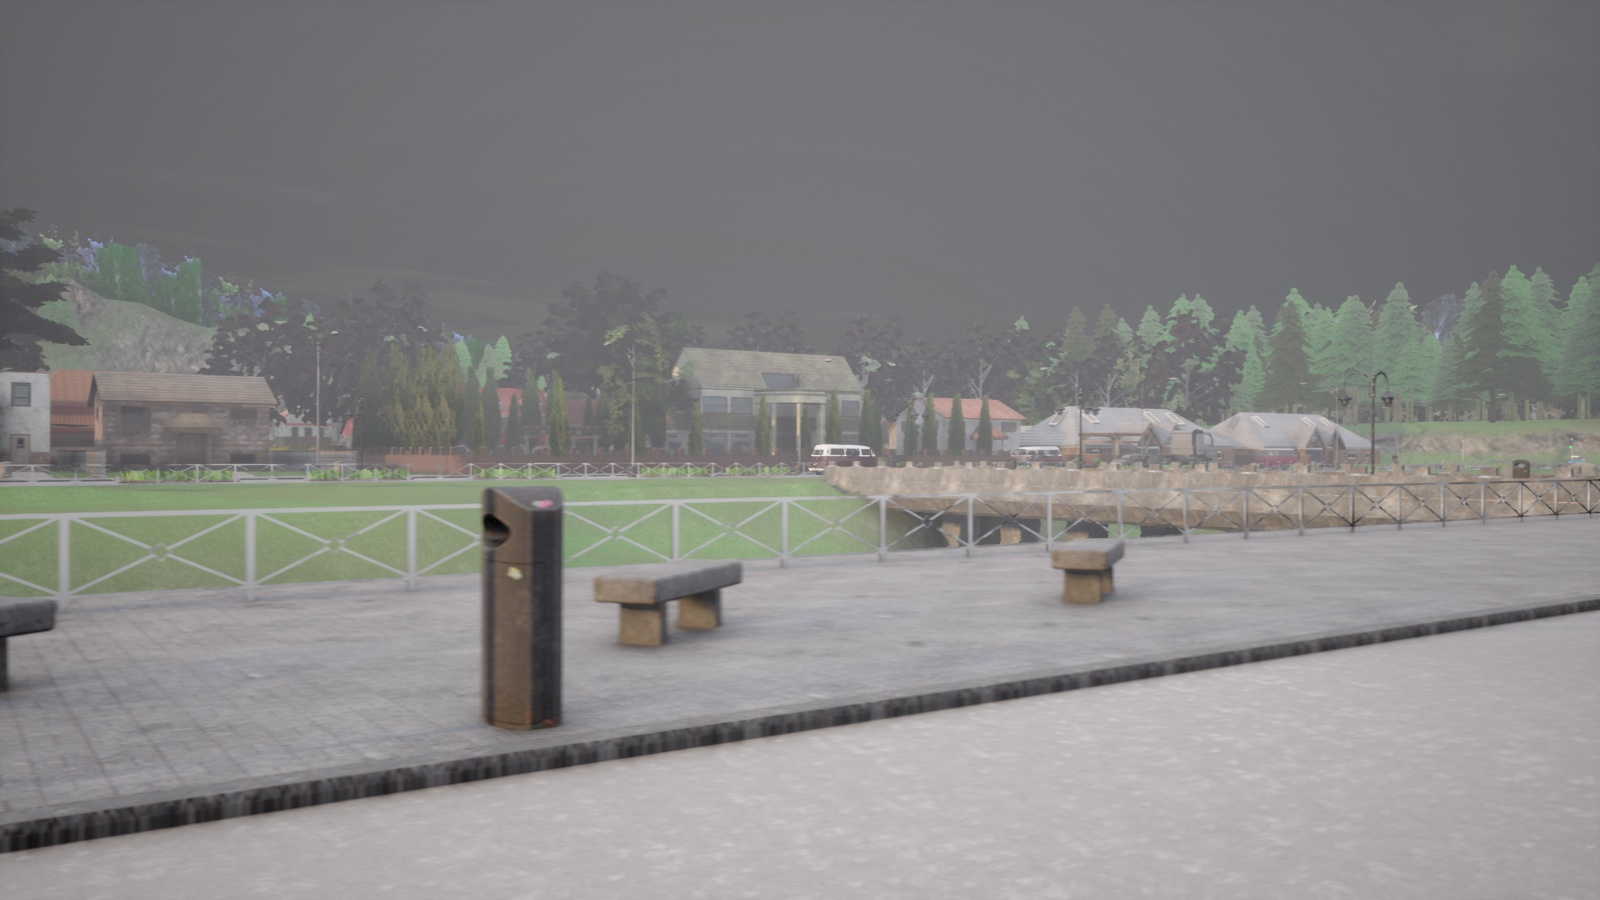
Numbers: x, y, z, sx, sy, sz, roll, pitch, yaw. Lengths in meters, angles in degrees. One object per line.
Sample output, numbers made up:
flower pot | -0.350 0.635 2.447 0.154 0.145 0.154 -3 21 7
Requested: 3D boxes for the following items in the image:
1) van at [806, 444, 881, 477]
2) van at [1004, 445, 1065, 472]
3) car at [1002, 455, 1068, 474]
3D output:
van | 2.836 0.662 81.401 4.480 2.038 2.069 0 0 -35
van | 18.130 0.667 96.913 4.480 2.038 2.069 0 0 -35
car | 17.100 1.033 91.322 4.718 1.301 1.895 0 0 -35
